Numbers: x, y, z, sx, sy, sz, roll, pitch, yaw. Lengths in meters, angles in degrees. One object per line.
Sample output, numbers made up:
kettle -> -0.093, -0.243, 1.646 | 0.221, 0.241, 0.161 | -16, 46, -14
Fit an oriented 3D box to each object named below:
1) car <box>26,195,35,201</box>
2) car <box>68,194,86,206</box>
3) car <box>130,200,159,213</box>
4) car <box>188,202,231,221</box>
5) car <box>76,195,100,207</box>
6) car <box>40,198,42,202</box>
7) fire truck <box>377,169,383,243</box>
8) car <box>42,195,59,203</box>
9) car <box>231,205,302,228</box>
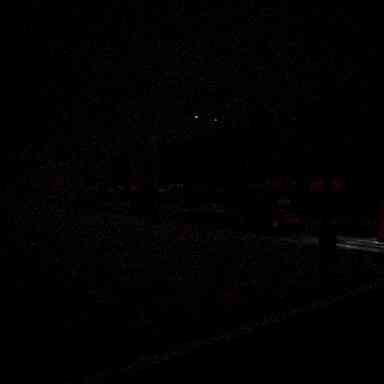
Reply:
car -> -41.831, 1.519, 85.981 | 2.008, 1.369, 4.403 | 0, 0, -36
car -> -18.441, 1.250, 53.833 | 2.192, 1.841, 5.009 | 0, 0, -36
car -> -5.074, 1.507, 35.463 | 1.947, 1.339, 4.313 | 0, 0, -36
car -> 1.509, 1.485, 26.416 | 1.752, 1.417, 4.829 | 0, 0, -36
car -> -15.099, 1.499, 49.240 | 1.947, 1.339, 4.313 | 0, 0, -36
car -> -31.807, 1.524, 72.204 | 1.802, 1.307, 4.206 | 0, 0, -36
fire truck -> 10.380, 0.352, 9.762 | 2.891, 3.827, 8.468 | 0, 0, -36
car -> -28.465, 1.379, 67.611 | 1.967, 1.590, 4.097 | 0, 0, -36
car -> 4.951, 1.517, 21.686 | 1.887, 1.381, 4.507 | 0, 0, -36
